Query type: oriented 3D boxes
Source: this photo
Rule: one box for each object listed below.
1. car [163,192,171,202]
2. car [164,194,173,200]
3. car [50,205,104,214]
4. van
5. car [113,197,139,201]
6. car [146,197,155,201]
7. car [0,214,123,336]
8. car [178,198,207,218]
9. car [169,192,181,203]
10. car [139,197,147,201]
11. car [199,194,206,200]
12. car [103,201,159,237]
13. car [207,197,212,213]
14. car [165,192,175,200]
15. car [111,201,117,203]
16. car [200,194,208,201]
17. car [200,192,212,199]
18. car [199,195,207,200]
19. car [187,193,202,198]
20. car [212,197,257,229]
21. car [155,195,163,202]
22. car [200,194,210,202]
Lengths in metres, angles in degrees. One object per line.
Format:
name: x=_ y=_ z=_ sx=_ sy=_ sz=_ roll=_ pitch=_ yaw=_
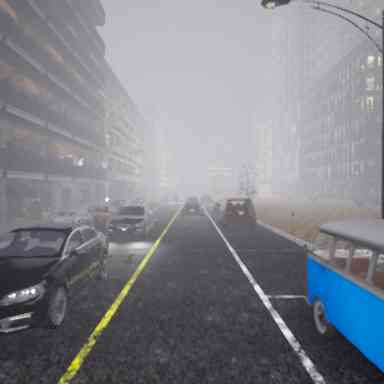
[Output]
car: x=-5.677 y=1.298 z=70.312 sx=1.887 sy=1.381 sz=4.507 roll=0 pitch=0 yaw=0
car: x=-5.674 y=1.251 z=81.196 sx=1.752 sy=1.417 sz=4.829 roll=0 pitch=0 yaw=0
car: x=-5.690 y=1.488 z=15.046 sx=2.008 sy=1.369 sz=4.403 roll=0 pitch=0 yaw=0
van: x=2.686 y=1.323 z=3.990 sx=1.690 sy=1.788 sz=3.998 roll=0 pitch=0 yaw=0
car: x=-5.688 y=1.335 z=26.099 sx=1.967 sy=1.590 sz=4.097 roll=0 pitch=0 yaw=0
car: x=-5.686 y=1.295 z=37.152 sx=1.967 sy=1.590 sz=4.097 roll=0 pitch=0 yaw=0
car: x=-3.095 y=1.461 z=6.973 sx=2.128 sy=1.511 sz=4.902 roll=0 pitch=0 yaw=0
car: x=0.021 y=1.448 z=28.925 sx=1.994 sy=1.385 sz=4.181 roll=0 pitch=0 yaw=0
car: x=-2.999 y=1.263 z=65.067 sx=1.837 sy=1.490 sz=4.892 roll=0 pitch=0 yaw=1
car: x=-5.686 y=1.457 z=31.627 sx=1.802 sy=1.307 sz=4.206 roll=0 pitch=0 yaw=0
car: x=2.707 y=1.293 z=86.890 sx=1.802 sy=1.307 sz=4.206 roll=0 pitch=0 yaw=0
car: x=-3.074 y=1.432 z=17.474 sx=1.837 sy=1.490 sz=4.892 roll=0 pitch=0 yaw=0
car: x=2.694 y=1.419 z=31.624 sx=1.887 sy=1.381 sz=4.507 roll=0 pitch=0 yaw=0
car: x=-5.674 y=1.027 z=86.891 sx=2.192 sy=1.841 sz=5.009 roll=0 pitch=0 yaw=0
car: x=-5.689 y=1.460 z=20.572 sx=1.887 sy=1.381 sz=4.507 roll=0 pitch=0 yaw=0
car: x=2.705 y=1.263 z=76.007 sx=1.752 sy=1.417 sz=4.829 roll=0 pitch=0 yaw=0
car: x=2.402 y=1.145 z=56.697 sx=2.097 sy=1.767 sz=4.553 roll=0 pitch=0 yaw=0
car: x=2.706 y=1.306 z=81.364 sx=1.802 sy=1.307 sz=4.206 roll=0 pitch=0 yaw=0
car: x=0.074 y=1.305 z=44.792 sx=1.882 sy=1.535 sz=5.008 roll=0 pitch=1 yaw=0
car: x=2.690 y=1.230 z=20.569 sx=2.192 sy=1.841 sz=5.009 roll=0 pitch=0 yaw=0
car: x=-5.682 y=1.343 z=48.036 sx=1.752 sy=1.417 sz=4.829 roll=0 pitch=0 yaw=0
car: x=2.703 y=1.193 z=70.309 sx=1.967 sy=1.590 sz=4.097 roll=0 pitch=0 yaw=0
